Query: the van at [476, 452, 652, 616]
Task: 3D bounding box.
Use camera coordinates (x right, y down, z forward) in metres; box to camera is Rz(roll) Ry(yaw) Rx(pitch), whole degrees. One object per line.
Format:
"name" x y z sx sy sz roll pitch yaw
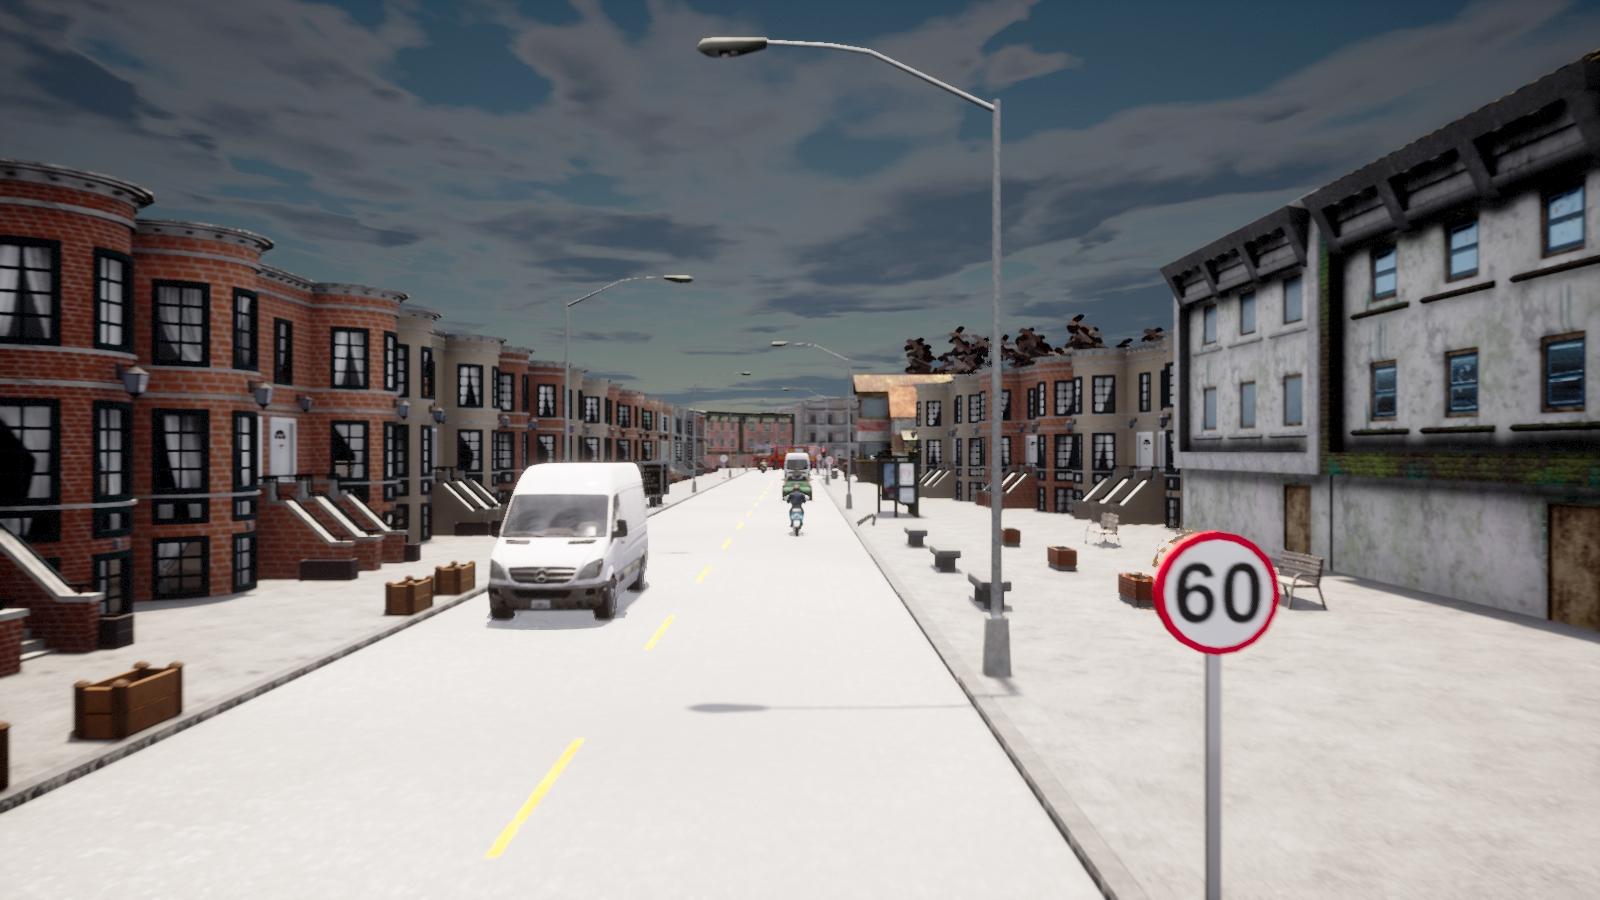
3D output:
"van" -4.068 1.314 20.792 1.988 2.561 5.915 0 0 0

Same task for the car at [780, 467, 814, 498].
"car" -0.168 1.780 64.018 1.851 1.617 3.988 0 0 0
